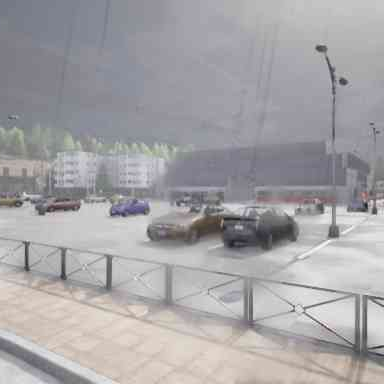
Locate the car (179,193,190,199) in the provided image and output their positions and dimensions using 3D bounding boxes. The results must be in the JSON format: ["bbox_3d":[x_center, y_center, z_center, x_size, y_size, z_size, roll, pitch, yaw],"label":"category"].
[{"bbox_3d":[-0.502,1.057,46.828,1.905,1.878,3.866,0,0,34],"label":"car"}]

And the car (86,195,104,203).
[{"bbox_3d":[-16.586,1.200,57.341,1.970,1.475,3.806,0,0,34],"label":"car"}]

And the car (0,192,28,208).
[{"bbox_3d":[-23.445,1.068,41.380,1.932,1.855,4.605,0,0,34],"label":"car"}]

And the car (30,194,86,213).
[{"bbox_3d":[-13.534,1.277,33.801,2.007,1.523,4.514,0,0,34],"label":"car"}]

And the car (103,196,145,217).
[{"bbox_3d":[-5.286,1.305,28.159,1.845,1.501,3.633,0,0,34],"label":"car"}]

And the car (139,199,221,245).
[{"bbox_3d":[0.213,1.324,15.160,2.152,1.636,5.027,0,0,34],"label":"car"}]

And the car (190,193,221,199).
[{"bbox_3d":[2.134,1.079,45.539,1.932,1.855,4.605,0,0,34],"label":"car"}]

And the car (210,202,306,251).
[{"bbox_3d":[2.839,1.335,13.443,2.007,1.523,4.514,0,0,34],"label":"car"}]

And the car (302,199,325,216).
[{"bbox_3d":[10.808,1.377,30.527,1.970,1.475,3.806,0,0,34],"label":"car"}]

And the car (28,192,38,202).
[{"bbox_3d":[-23.573,1.263,53.561,2.007,1.523,4.514,0,0,34],"label":"car"}]

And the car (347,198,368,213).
[{"bbox_3d":[17.439,1.368,34.997,1.845,1.501,3.633,0,0,34],"label":"car"}]

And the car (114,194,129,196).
[{"bbox_3d":[-11.093,1.125,54.007,2.152,1.636,5.027,0,0,34],"label":"car"}]
